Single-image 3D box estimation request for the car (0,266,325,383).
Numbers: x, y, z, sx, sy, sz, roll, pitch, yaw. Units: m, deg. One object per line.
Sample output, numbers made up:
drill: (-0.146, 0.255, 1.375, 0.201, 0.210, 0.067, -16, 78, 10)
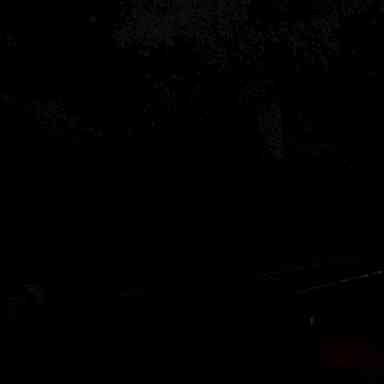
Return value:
car: (-0.998, 1.542, 3.169, 5.357, 1.411, 2.033, -1, 0, -34)
